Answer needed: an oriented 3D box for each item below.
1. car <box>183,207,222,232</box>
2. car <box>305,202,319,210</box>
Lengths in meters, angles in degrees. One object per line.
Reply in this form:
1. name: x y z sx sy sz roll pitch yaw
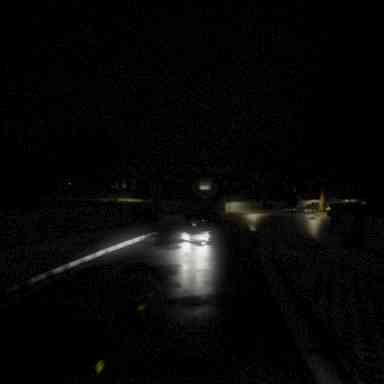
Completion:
1. car: 0.807 1.827 23.124 2.128 1.511 4.902 0 -1 16
2. car: 22.550 2.475 60.834 2.033 1.411 5.357 -1 -1 44
